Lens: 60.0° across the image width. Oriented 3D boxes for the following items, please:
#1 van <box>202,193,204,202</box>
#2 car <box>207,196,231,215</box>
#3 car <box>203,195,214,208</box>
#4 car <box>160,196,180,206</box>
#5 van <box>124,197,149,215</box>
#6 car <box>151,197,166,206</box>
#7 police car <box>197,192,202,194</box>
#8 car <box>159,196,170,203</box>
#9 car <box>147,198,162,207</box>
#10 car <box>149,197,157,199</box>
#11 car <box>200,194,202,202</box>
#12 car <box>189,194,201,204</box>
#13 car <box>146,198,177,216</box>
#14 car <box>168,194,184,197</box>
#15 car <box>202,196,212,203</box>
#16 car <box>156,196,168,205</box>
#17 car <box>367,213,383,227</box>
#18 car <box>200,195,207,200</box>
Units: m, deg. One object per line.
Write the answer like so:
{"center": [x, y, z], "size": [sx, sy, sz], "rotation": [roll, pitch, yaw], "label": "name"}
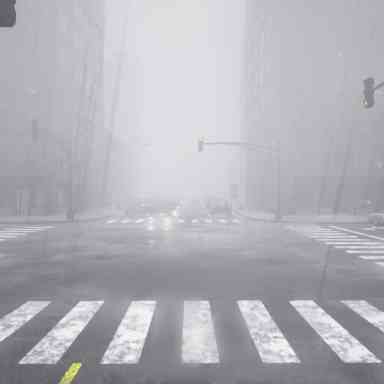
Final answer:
{"center": [2.935, 1.344, 56.060], "size": [1.690, 1.788, 3.998], "rotation": [0, 0, 0], "label": "van"}
{"center": [2.825, 1.442, 33.383], "size": [1.967, 1.590, 4.097], "rotation": [0, 0, 0], "label": "car"}
{"center": [2.880, 1.443, 44.721], "size": [1.967, 1.590, 4.097], "rotation": [0, 0, 0], "label": "car"}
{"center": [-2.894, 1.604, 43.180], "size": [1.895, 1.301, 4.718], "rotation": [0, 0, 1], "label": "car"}
{"center": [-5.701, 1.343, 33.423], "size": [1.690, 1.788, 3.998], "rotation": [0, 0, 0], "label": "van"}
{"center": [-5.591, 1.568, 56.096], "size": [1.947, 1.339, 4.313], "rotation": [0, 0, 0], "label": "car"}
{"center": [2.747, 1.421, 79.490], "size": [1.930, 1.638, 5.238], "rotation": [0, 0, 0], "label": "police car"}
{"center": [-5.535, 1.566, 67.432], "size": [1.947, 1.339, 4.313], "rotation": [0, 0, 0], "label": "car"}
{"center": [-5.618, 1.585, 50.428], "size": [1.802, 1.307, 4.206], "rotation": [0, 0, 0], "label": "car"}
{"center": [-5.673, 1.443, 39.091], "size": [1.967, 1.590, 4.097], "rotation": [0, 0, 0], "label": "car"}
{"center": [2.963, 1.527, 61.899], "size": [1.752, 1.417, 4.829], "rotation": [0, 0, 0], "label": "car"}
{"center": [0.413, 1.549, 63.328], "size": [2.033, 1.411, 5.357], "rotation": [0, 0, 0], "label": "car"}
{"center": [-2.943, 1.603, 33.197], "size": [1.895, 1.301, 4.718], "rotation": [0, 0, 3], "label": "car"}
{"center": [-2.834, 1.550, 53.870], "size": [2.033, 1.411, 5.357], "rotation": [0, 0, 1], "label": "car"}
{"center": [2.990, 1.551, 67.399], "size": [2.008, 1.369, 4.403], "rotation": [0, 0, 0], "label": "car"}
{"center": [-5.564, 1.527, 61.594], "size": [1.752, 1.417, 4.829], "rotation": [0, 0, 0], "label": "car"}
{"center": [13.633, 1.615, 20.716], "size": [4.718, 1.301, 1.895], "rotation": [0, 0, 0], "label": "car"}
{"center": [3.100, 1.558, 90.076], "size": [1.947, 1.339, 4.313], "rotation": [0, 0, 0], "label": "car"}
